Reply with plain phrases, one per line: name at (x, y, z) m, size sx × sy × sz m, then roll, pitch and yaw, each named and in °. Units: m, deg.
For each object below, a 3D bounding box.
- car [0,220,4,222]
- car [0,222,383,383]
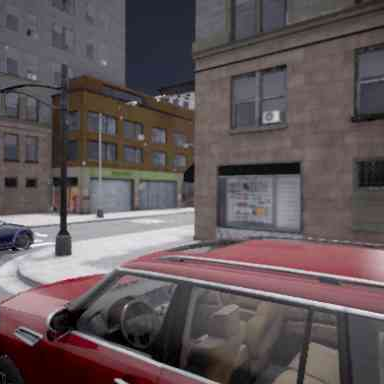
car at (-7.212, 1.420, 10.861) m, size 1.994 × 1.385 × 4.181 m, roll 0°, pitch 1°, yaw 15°
car at (0.288, 1.303, 2.607) m, size 5.009 × 1.841 × 2.192 m, roll 1°, pitch 0°, yaw 36°
